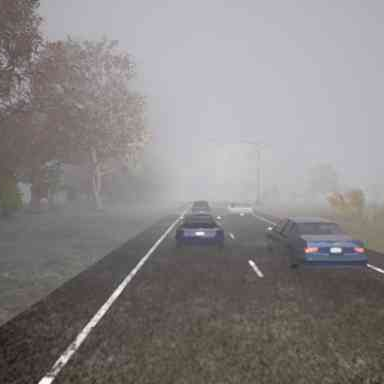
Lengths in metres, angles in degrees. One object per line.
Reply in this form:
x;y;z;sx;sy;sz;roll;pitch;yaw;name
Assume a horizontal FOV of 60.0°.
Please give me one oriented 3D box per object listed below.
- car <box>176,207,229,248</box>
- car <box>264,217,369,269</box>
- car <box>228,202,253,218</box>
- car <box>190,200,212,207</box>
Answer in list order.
0.354;1.572;14.816;1.994;1.385;4.181;0;0;1;car
3.754;1.542;11.051;2.033;1.411;5.357;0;0;1;car
4.313;1.605;30.452;1.895;1.301;4.718;0;0;2;car
0.861;1.522;31.983;1.837;1.490;4.892;0;0;2;car
